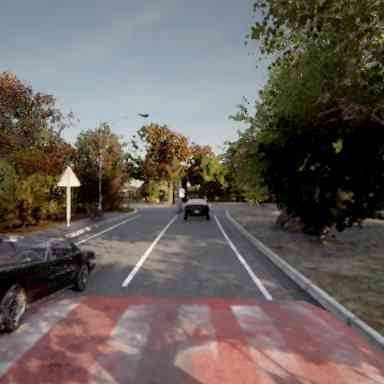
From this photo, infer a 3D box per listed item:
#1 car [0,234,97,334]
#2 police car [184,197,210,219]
[{"bbox_3d":[-3.329,1.441,6.165,1.895,1.301,4.718,0,-6,0],"label":"car"},{"bbox_3d":[0.433,1.235,26.858,1.930,1.638,5.238,0,0,2],"label":"police car"}]
